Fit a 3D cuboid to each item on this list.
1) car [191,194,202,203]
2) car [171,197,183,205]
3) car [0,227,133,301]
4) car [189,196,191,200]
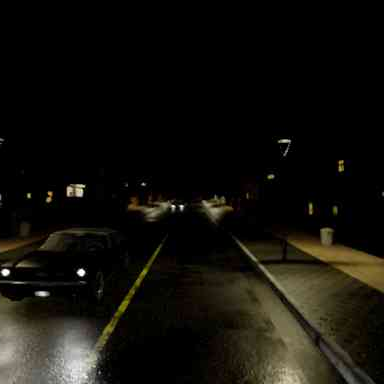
[{"bbox_3d":[1.191,1.592,70.942,1.882,1.535,5.008,0,0,0],"label":"car"},{"bbox_3d":[-2.592,1.626,60.444,1.812,1.442,4.674,0,0,1],"label":"car"},{"bbox_3d":[-2.824,1.620,8.482,1.895,1.301,4.718,0,0,0],"label":"car"},{"bbox_3d":[0.287,1.535,88.708,1.994,1.385,4.181,0,0,0],"label":"car"}]
